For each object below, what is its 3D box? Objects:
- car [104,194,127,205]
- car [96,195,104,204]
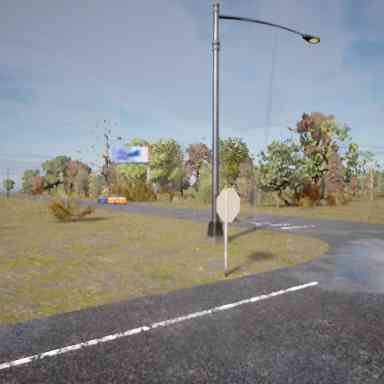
[{"bbox_3d":[-12.766,1.248,56.408,2.097,1.767,4.553,0,0,-33],"label":"car"},{"bbox_3d":[-15.981,1.237,61.118,2.097,1.767,4.553,0,0,-34],"label":"car"}]
